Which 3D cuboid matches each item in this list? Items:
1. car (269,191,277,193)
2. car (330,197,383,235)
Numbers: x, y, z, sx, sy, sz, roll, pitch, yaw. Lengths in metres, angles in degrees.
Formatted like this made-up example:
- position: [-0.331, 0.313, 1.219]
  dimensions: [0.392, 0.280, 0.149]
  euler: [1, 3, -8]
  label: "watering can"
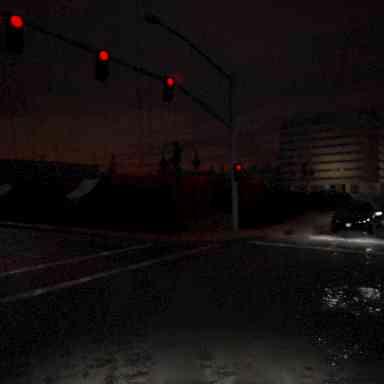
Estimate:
- position: [13.624, 0.654, 60.792]
  dimensions: [4.605, 1.855, 1.932]
  euler: [-1, 0, 37]
  label: "car"
- position: [8.571, 1.232, 17.178]
  dimensions: [1.837, 1.490, 4.892]
  euler: [-1, 0, 36]
  label: "car"
